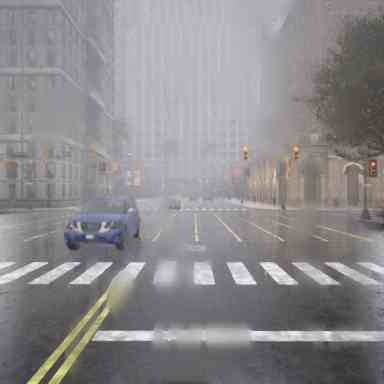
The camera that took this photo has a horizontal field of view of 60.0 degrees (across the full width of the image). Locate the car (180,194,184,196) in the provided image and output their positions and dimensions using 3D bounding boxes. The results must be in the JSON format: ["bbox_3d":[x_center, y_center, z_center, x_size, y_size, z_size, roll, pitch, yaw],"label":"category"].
[{"bbox_3d":[-3.357,1.478,71.820,1.882,1.535,5.008,0,0,1],"label":"car"}]

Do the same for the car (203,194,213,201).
[{"bbox_3d":[3.717,1.280,78.527,2.097,1.767,4.553,0,0,1],"label":"car"}]

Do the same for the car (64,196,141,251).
[{"bbox_3d":[-3.593,1.221,14.468,2.150,2.045,5.566,0,0,0],"label":"car"}]

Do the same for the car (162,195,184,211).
[{"bbox_3d":[-2.574,1.506,40.266,1.837,1.490,4.892,-1,0,-11],"label":"car"}]

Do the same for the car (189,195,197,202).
[{"bbox_3d":[0.217,1.449,78.594,2.128,1.511,4.902,0,0,1],"label":"car"}]

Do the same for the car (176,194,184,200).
[{"bbox_3d":[-3.191,1.279,87.047,1.882,1.535,5.008,0,0,1],"label":"car"}]
